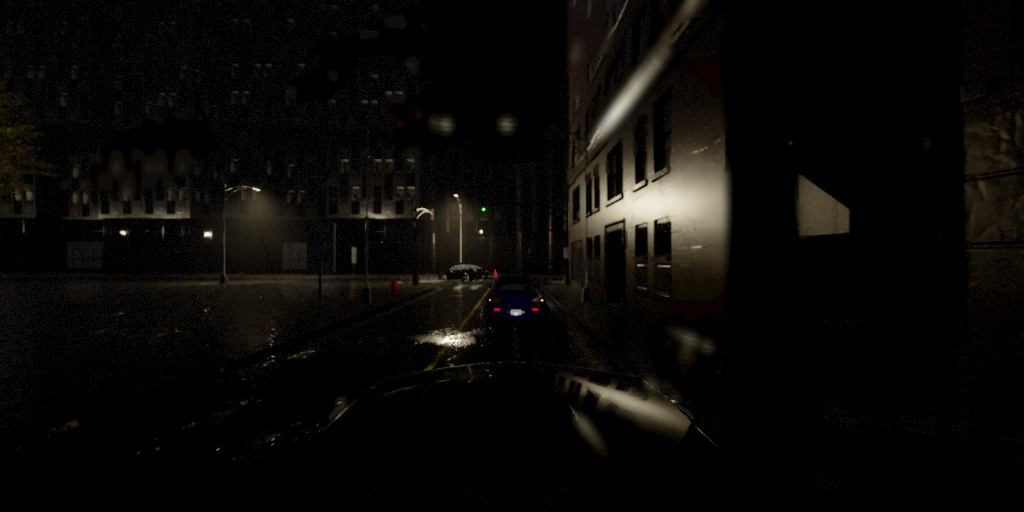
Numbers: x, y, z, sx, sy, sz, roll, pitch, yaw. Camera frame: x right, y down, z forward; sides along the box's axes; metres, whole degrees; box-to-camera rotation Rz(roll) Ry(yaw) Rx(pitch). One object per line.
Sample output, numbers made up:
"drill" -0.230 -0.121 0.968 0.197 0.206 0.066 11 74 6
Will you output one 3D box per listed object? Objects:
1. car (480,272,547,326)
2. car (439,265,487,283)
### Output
"car" 0.114 1.365 12.014 1.812 1.442 4.674 0 0 0
"car" -4.218 1.491 30.789 4.902 1.511 2.128 0 -1 40
